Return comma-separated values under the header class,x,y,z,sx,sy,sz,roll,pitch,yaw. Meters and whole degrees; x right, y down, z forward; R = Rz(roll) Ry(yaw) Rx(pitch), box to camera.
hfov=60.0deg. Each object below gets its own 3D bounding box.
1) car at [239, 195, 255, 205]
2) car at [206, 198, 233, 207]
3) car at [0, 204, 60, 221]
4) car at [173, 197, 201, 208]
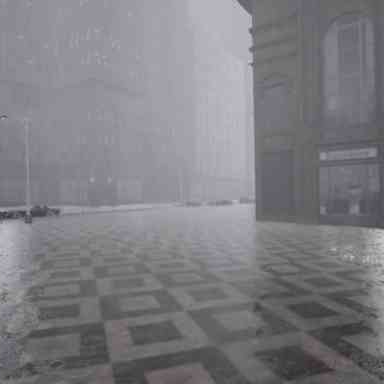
class,x,y,z,sx,sy,sz,roll,pitch,yaw
car,9.611,1.327,56.216,1.837,1.490,4.892,-1,0,35
car,4.088,1.480,48.355,1.895,1.301,4.718,-1,0,36
car,-13.908,1.705,28.488,1.895,1.301,4.718,-1,0,35
car,-0.662,1.457,47.070,2.128,1.511,4.902,-1,-1,36
